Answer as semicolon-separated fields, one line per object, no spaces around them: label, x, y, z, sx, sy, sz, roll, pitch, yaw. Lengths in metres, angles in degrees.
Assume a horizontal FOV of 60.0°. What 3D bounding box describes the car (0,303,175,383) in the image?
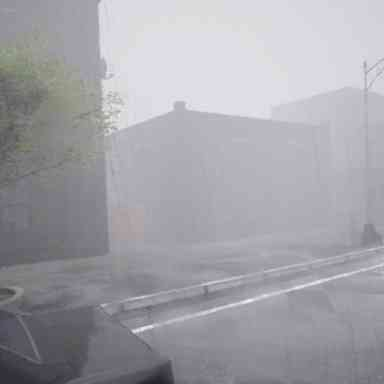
car;-2.558;1.601;2.174;4.718;1.301;1.895;0;0;-35
